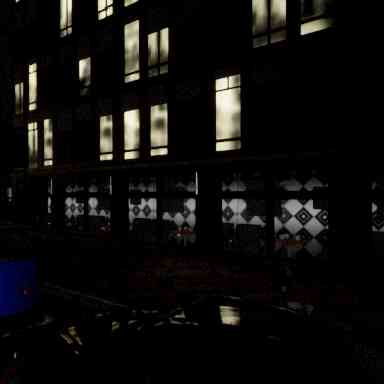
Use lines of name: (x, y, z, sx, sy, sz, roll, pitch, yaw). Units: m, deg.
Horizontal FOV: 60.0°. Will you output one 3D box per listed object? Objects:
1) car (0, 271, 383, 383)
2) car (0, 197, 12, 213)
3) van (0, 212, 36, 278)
car: (0.110, 1.582, 2.759, 4.206, 1.307, 1.802, 0, 0, 35)
car: (-14.414, 1.357, 28.174, 2.192, 1.841, 5.009, -1, -1, 35)
van: (-4.522, 1.342, 6.062, 3.998, 1.788, 1.690, 0, 0, 35)
